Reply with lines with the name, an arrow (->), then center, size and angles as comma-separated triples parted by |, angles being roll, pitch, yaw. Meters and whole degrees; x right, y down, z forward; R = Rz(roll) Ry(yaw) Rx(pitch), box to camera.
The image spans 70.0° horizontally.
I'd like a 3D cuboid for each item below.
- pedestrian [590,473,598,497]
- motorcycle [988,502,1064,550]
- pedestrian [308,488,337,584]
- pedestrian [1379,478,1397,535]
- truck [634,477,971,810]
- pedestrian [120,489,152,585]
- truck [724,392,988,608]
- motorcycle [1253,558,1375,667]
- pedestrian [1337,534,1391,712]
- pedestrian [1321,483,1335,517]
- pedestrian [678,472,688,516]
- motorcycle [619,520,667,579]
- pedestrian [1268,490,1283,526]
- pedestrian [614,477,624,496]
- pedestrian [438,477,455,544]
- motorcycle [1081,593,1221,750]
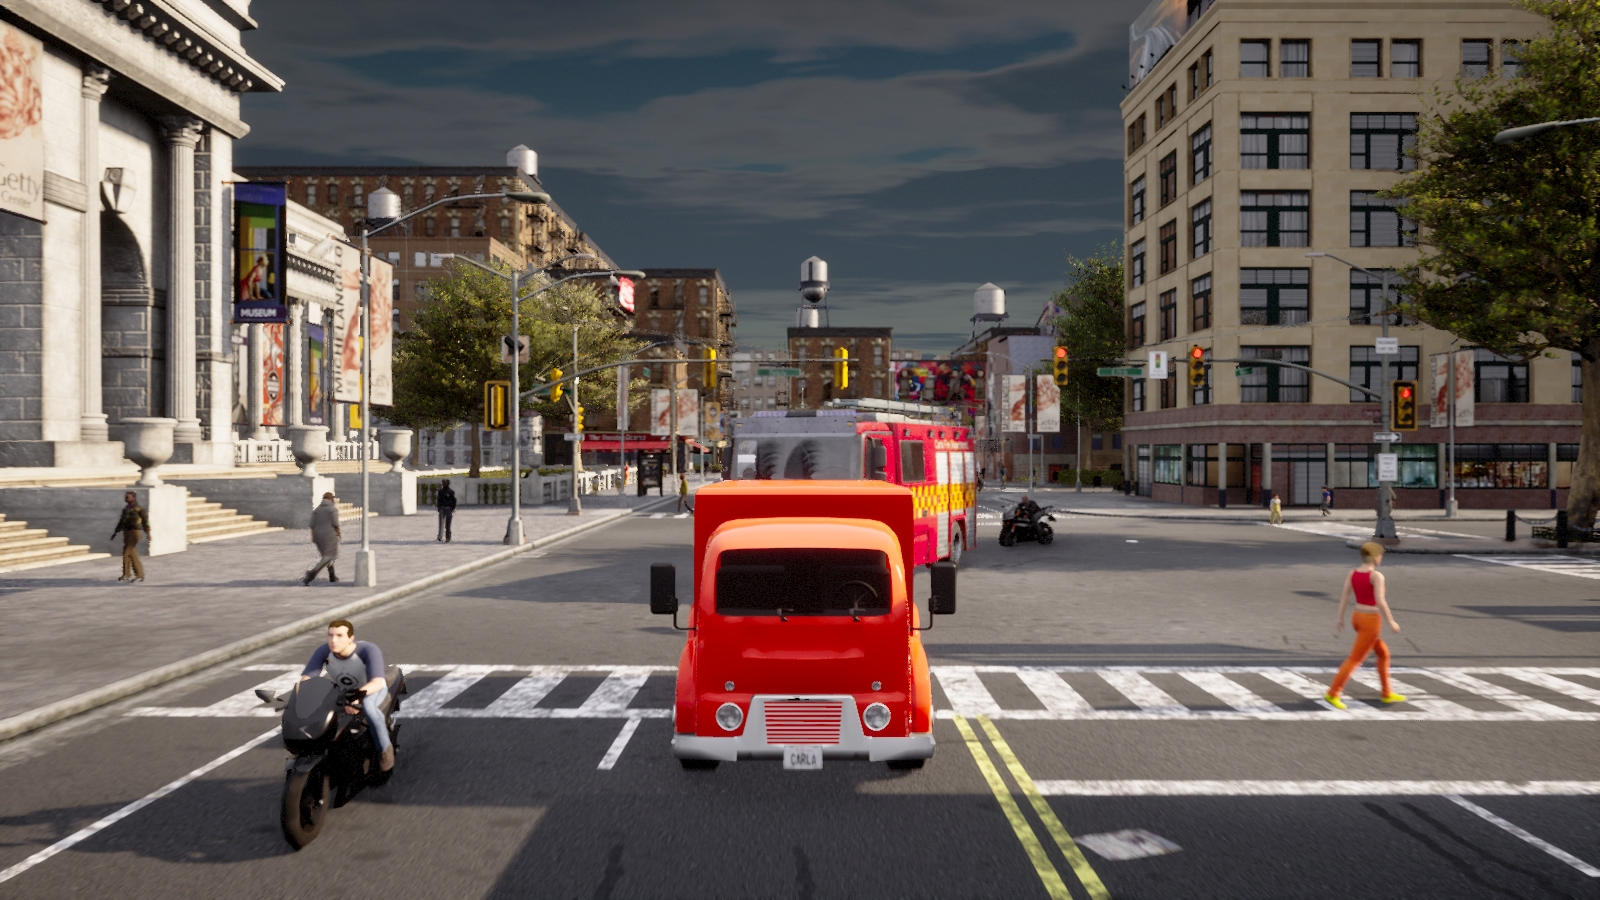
pedestrian -> -11.588, 1.976, 64.367 | 0.375, 1.300, 0.375 | 0, 0, 5
motorcycle -> 6.615, 2.205, 33.438 | 2.209, 1.251, 0.867 | 0, 1, -35
pedestrian -> -9.447, 1.696, 22.627 | 0.375, 1.860, 0.375 | 0, 0, 17
pedestrian -> 19.249, 1.849, 37.397 | 0.375, 1.860, 0.375 | 0, 0, -14
truck -> 0.032, 1.566, 11.515 | 2.627, 2.467, 5.204 | 0, 0, 0
pedestrian -> -13.052, 1.696, 22.459 | 0.375, 1.860, 0.375 | 0, 0, 16
truck -> 1.594, 0.890, 24.699 | 2.891, 3.827, 8.468 | 0, 0, 23
motorcycle -> 6.978, 2.182, 15.625 | 0.856, 1.236, 1.805 | 0, 0, 0
pedestrian -> 6.089, 1.848, 12.337 | 0.375, 1.860, 0.375 | 0, 0, -12
pedestrian -> 20.914, 1.976, 45.282 | 0.375, 1.300, 0.375 | 0, 0, 1
pedestrian -> -4.920, 1.849, 48.053 | 0.375, 1.860, 0.375 | 0, 0, -11
motorcycle -> -3.503, 2.212, 25.658 | 0.803, 1.145, 2.033 | 0, 0, 0
pedestrian -> 17.558, 2.129, 42.209 | 0.375, 1.300, 0.375 | 0, 0, 0
pedestrian -> -10.269, 2.076, 64.904 | 0.500, 1.100, 0.500 | 0, 0, 1
pedestrian -> -9.952, 1.696, 32.172 | 0.375, 1.860, 0.375 | 0, 0, -3
motorcycle -> 3.501, 2.182, 11.567 | 0.856, 1.236, 1.805 | 0, 0, 0
